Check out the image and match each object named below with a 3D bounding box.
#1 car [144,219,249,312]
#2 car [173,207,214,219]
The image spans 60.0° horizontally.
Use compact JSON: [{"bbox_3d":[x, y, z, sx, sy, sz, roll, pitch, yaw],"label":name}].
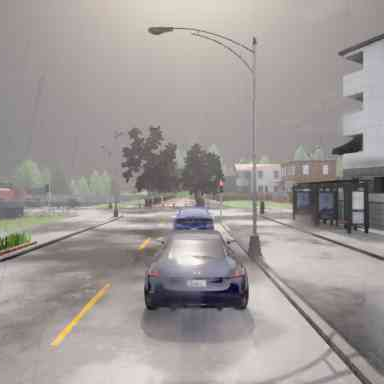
[{"bbox_3d":[0.090,1.564,7.808,1.994,1.385,4.181,0,0,0],"label":"car"},{"bbox_3d":[0.080,1.478,16.791,1.882,1.535,5.008,0,0,0],"label":"car"}]
